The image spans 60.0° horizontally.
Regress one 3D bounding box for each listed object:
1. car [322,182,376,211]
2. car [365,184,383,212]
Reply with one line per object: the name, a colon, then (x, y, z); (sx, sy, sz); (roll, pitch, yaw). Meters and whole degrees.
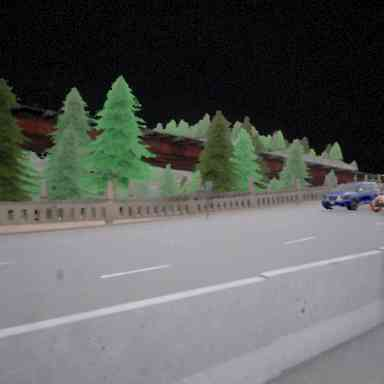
car: (12.416, 0.298, 25.747); (5.566, 2.045, 2.150); (-3, 2, -35)
car: (14.197, 0.444, 22.717); (4.553, 1.767, 2.097); (-3, 2, -35)
